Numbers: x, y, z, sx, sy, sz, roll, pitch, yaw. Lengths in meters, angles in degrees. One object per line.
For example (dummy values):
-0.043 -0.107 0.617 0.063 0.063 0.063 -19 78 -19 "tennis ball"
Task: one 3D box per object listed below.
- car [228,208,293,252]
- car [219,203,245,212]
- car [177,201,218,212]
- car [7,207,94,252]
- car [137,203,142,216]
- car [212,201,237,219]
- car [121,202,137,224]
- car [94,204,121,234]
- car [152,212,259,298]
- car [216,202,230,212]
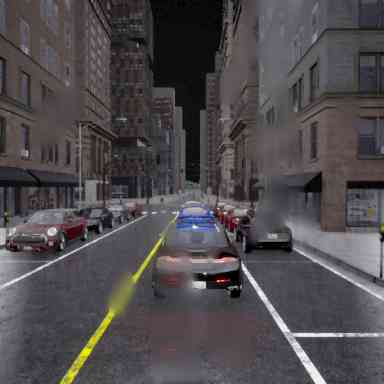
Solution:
2.796 1.564 13.580 1.947 1.339 4.313 -1 0 0 "car"
2.814 1.543 19.084 1.887 1.381 4.507 -1 0 0 "car"
0.159 1.476 18.018 1.882 1.535 5.008 0 0 0 "car"
-5.731 1.439 13.608 1.967 1.590 4.097 -1 0 0 "car"
-5.675 1.544 30.124 1.887 1.381 4.507 -1 0 0 "car"
2.850 1.544 30.095 1.887 1.381 4.507 -1 0 0 "car"
-5.693 1.550 24.618 2.008 1.369 4.403 -1 0 0 "car"
-5.711 1.565 19.113 1.947 1.339 4.313 -1 0 0 "car"
0.126 1.490 8.513 2.128 1.511 4.902 0 0 0 "car"
2.832 1.544 24.590 1.887 1.381 4.507 -1 0 0 "car"
